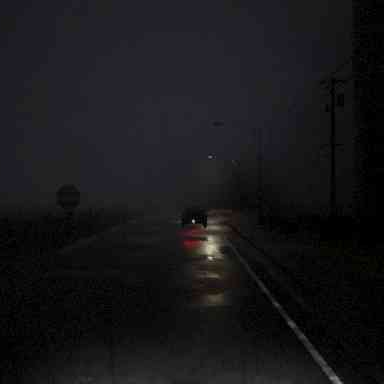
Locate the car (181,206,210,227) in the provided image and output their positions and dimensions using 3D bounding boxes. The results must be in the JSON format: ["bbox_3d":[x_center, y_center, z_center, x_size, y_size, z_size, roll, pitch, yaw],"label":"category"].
[{"bbox_3d":[0.277,1.822,25.496,1.837,1.490,4.892,0,-1,4],"label":"car"}]
